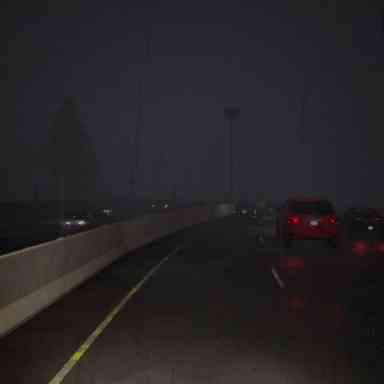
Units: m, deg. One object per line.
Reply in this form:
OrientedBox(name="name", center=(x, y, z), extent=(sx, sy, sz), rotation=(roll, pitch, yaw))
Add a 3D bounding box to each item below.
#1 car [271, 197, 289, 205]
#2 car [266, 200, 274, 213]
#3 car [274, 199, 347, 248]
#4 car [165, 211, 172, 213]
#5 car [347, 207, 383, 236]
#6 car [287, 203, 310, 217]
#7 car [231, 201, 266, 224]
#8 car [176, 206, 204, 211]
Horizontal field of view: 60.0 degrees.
OrientedBox(name="car", center=(19.180, 1.919, 72.282), extent=(1.882, 1.535, 5.008), rotation=(0, 0, 42))
OrientedBox(name="car", center=(10.365, 1.789, 41.360), extent=(1.837, 1.490, 4.892), rotation=(0, 0, 26))
OrientedBox(name="car", center=(5.271, 1.332, 15.667), extent=(2.150, 2.045, 5.566), rotation=(0, 0, 10))
OrientedBox(name="car", center=(-2.817, 1.583, 38.099), extent=(2.097, 1.767, 4.553), rotation=(0, 0, 23))
OrientedBox(name="car", center=(9.663, 1.635, 19.353), extent=(2.128, 1.511, 4.902), rotation=(0, 0, 13))
OrientedBox(name="car", center=(11.410, 1.849, 35.517), extent=(1.895, 1.301, 4.718), rotation=(0, 0, 24))
OrientedBox(name="car", center=(4.514, 1.532, 26.783), extent=(2.097, 1.767, 4.553), rotation=(0, 0, 17))
OrientedBox(name="car", center=(0.002, 1.728, 35.762), extent=(1.837, 1.490, 4.892), rotation=(0, 0, 22))
